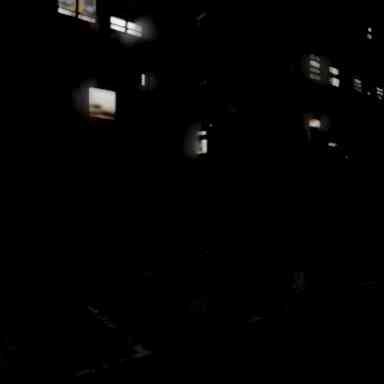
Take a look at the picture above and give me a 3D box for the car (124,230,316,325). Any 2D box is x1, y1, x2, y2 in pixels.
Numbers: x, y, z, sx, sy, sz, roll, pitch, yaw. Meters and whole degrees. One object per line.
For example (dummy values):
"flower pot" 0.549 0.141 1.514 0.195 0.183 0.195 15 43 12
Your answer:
"car" 0.771 1.553 7.108 4.507 1.381 1.887 0 0 -36

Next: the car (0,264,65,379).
"car" -3.818 1.550 3.835 4.403 1.369 2.008 0 0 -36
